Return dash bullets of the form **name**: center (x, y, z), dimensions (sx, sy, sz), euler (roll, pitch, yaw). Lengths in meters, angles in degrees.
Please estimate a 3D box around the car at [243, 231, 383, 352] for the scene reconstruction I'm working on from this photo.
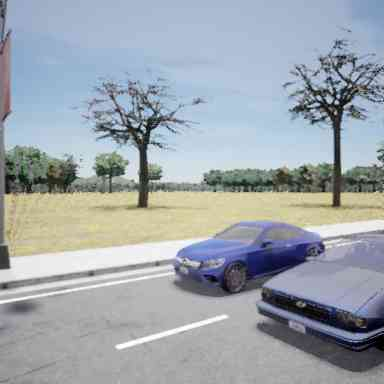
- **car**: center (3.670, 1.536, 6.303), dimensions (5.357, 1.411, 2.033), euler (0, 0, -35)

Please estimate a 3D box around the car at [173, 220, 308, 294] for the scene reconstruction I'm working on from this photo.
- **car**: center (1.714, 1.514, 8.898), dimensions (4.674, 1.442, 1.812), euler (0, 0, -35)
